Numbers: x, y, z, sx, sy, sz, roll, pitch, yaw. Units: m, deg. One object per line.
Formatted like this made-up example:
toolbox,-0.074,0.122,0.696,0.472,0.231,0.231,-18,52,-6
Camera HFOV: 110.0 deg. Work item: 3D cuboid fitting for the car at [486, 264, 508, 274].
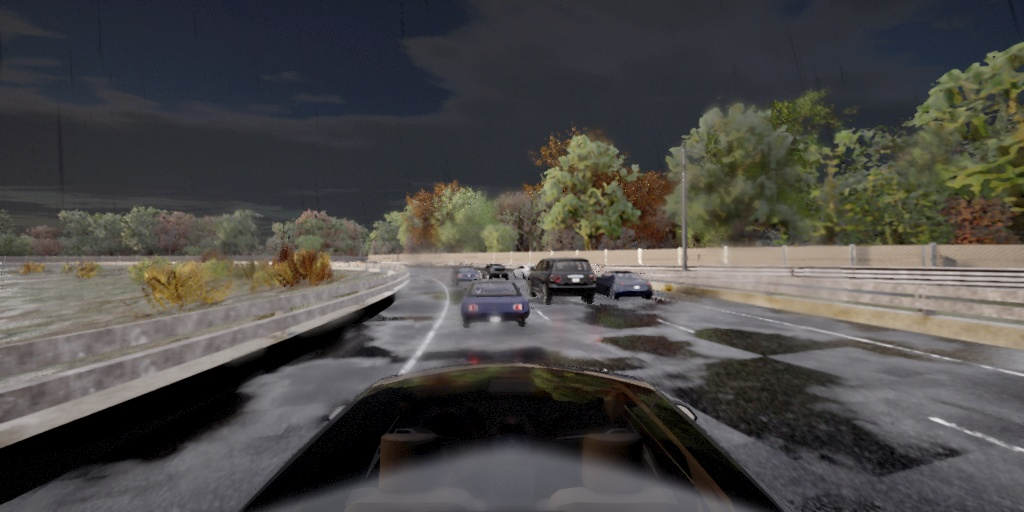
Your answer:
car,-1.723,1.530,33.867,1.837,1.490,4.892,0,-1,-17

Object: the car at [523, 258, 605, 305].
car,2.214,1.098,17.259,2.150,2.045,5.566,0,0,-8

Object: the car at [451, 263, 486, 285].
car,-3.794,1.533,28.707,2.033,1.411,5.357,0,-1,-15

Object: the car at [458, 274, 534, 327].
car,-0.645,1.438,11.877,1.895,1.301,4.718,0,0,-5

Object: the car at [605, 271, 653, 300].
car,5.488,1.445,18.617,1.994,1.385,4.181,0,0,-9

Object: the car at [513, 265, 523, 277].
car,1.517,1.556,35.189,1.812,1.442,4.674,0,0,-17
